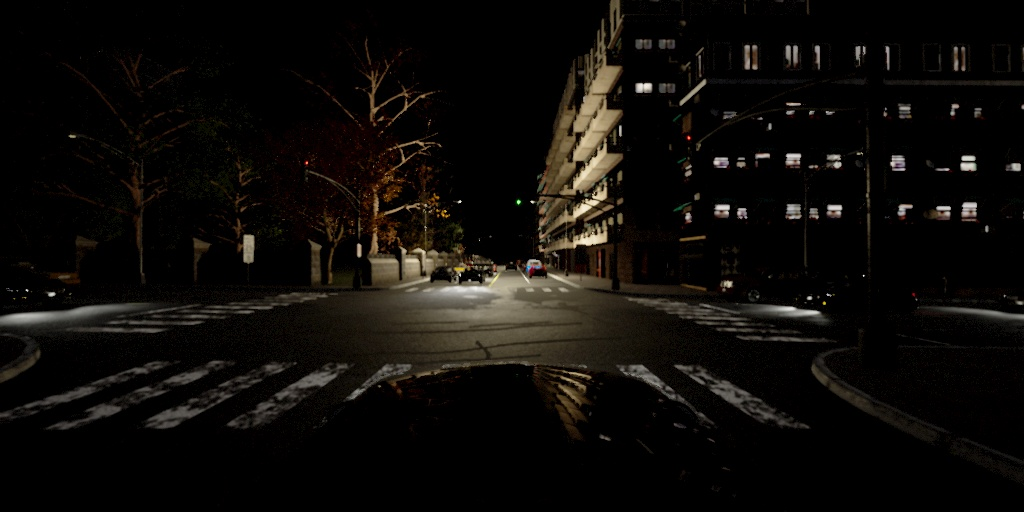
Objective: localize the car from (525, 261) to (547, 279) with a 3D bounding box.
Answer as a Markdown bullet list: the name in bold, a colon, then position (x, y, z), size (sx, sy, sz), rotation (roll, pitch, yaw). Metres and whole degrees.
- **car**: position (2.579, 1.551, 36.381), size (1.888, 1.381, 4.507), rotation (0, 0, 0)

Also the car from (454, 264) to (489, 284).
- **car**: position (-3.188, 1.552, 29.205), size (1.895, 1.301, 4.718), rotation (0, 0, 0)

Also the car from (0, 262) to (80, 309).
- **car**: position (-18.190, 1.027, 12.259), size (4.892, 1.490, 1.837), rotation (1, -1, -1)

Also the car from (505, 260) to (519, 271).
- **car**: position (-0.098, 1.772, 61.083), size (1.994, 1.385, 4.181), rotation (0, 0, 0)

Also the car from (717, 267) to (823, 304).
- **car**: position (13.397, 1.466, 18.444), size (5.009, 1.841, 2.192), rotation (0, 0, -1)

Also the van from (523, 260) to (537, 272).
- **van**: position (2.560, 1.391, 42.011), size (1.690, 1.789, 3.998), rotation (0, 0, 0)

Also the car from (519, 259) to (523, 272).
- **car**: position (2.523, 1.582, 53.271), size (1.967, 1.591, 4.097), rotation (0, 0, 0)

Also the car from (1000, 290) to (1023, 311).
- **car**: position (24.973, 1.860, 16.013), size (4.674, 1.442, 1.812), rotation (1, -1, -1)

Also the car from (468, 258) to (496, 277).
- **car**: position (-3.221, 1.254, 39.705), size (2.150, 2.045, 5.566), rotation (0, 0, 0)

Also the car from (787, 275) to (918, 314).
- **car**: position (15.136, 1.719, 15.882), size (4.181, 1.385, 1.994), rotation (1, -1, -1)

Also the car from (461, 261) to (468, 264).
- **car**: position (-5.819, 1.576, 41.814), size (1.751, 1.417, 4.829), rotation (0, 0, 0)

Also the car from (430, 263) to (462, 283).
- **car**: position (-5.783, 1.528, 30.723), size (1.948, 1.339, 4.313), rotation (0, 0, 0)
